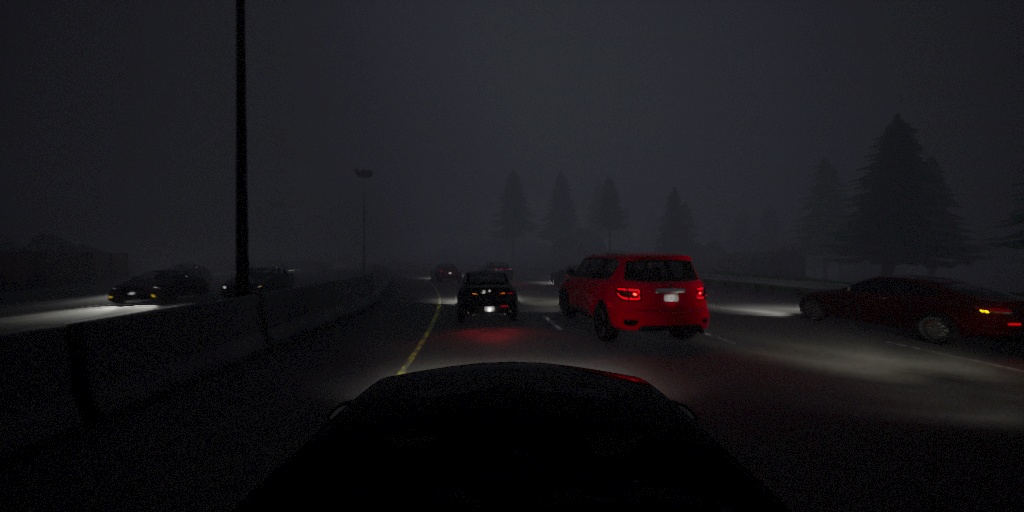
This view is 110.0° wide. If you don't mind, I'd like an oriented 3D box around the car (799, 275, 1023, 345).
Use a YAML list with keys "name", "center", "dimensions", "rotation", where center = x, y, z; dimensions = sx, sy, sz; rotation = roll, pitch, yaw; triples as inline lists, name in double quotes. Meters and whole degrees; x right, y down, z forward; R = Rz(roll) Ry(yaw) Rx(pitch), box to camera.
- name: "car"
  center: [9.950, 1.209, 9.173]
  dimensions: [1.812, 1.442, 4.674]
  rotation: [0, 0, -5]

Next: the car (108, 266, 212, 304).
- name: "car"
  center: [-16.251, 1.360, 16.767]
  dimensions: [1.994, 1.385, 4.181]
  rotation: [0, 0, -15]

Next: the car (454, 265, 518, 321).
- name: "car"
  center: [-0.967, 1.235, 12.446]
  dimensions: [1.837, 1.490, 4.892]
  rotation: [0, 0, -8]

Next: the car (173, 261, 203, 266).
- name: "car"
  center: [-22.632, 1.301, 24.876]
  dimensions: [2.128, 1.511, 4.902]
  rotation: [0, 0, -24]

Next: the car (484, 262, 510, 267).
- name: "car"
  center: [-1.361, 1.187, 28.354]
  dimensions: [2.128, 1.511, 4.902]
  rotation: [0, 0, -19]

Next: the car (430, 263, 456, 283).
- name: "car"
  center: [-5.466, 1.278, 29.362]
  dimensions: [1.994, 1.385, 4.181]
  rotation: [0, 0, -21]

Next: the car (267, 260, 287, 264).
- name: "car"
  center: [-34.666, 1.302, 53.015]
  dimensions: [4.892, 1.490, 1.837]
  rotation: [0, 0, 41]

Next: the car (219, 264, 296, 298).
- name: "car"
  center: [-13.157, 1.323, 19.031]
  dimensions: [2.033, 1.411, 5.357]
  rotation: [0, 0, -15]

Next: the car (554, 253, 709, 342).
- name: "car"
  center: [2.919, 0.938, 9.908]
  dimensions: [2.150, 2.045, 5.566]
  rotation: [0, 0, -6]

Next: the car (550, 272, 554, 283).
- name: "car"
  center: [4.143, 1.229, 22.584]
  dimensions: [2.033, 1.411, 5.357]
  rotation: [0, 0, -15]

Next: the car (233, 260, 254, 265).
- name: "car"
  center: [-38.823, 1.305, 51.986]
  dimensions: [5.008, 1.535, 1.882]
  rotation: [0, 0, 40]
